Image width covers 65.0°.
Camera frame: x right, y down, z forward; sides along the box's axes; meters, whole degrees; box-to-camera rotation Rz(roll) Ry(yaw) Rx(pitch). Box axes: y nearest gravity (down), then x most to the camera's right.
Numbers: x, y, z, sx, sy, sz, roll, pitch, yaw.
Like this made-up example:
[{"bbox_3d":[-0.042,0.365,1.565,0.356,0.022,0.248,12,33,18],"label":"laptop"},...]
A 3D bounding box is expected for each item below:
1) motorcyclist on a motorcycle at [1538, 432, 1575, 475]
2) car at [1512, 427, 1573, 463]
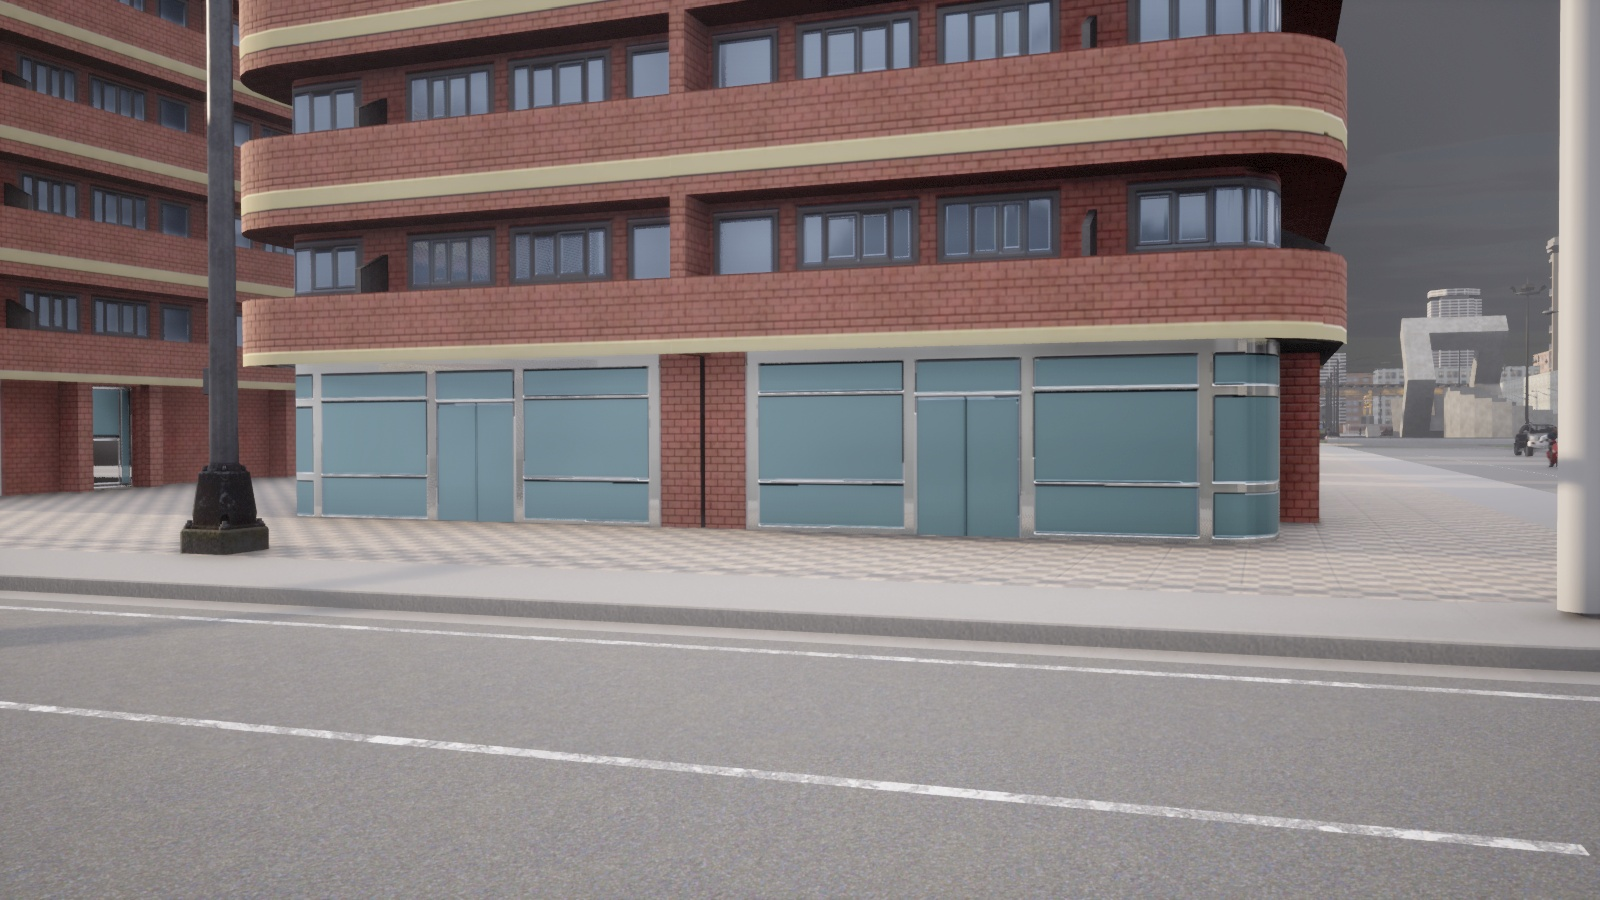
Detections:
[{"bbox_3d":[28.830,0.121,47.895,0.866,1.590,1.817,1,1,20],"label":"motorcyclist on a motorcycle"},{"bbox_3d":[39.410,-0.277,66.744,1.932,1.855,4.605,1,1,20],"label":"car"}]
